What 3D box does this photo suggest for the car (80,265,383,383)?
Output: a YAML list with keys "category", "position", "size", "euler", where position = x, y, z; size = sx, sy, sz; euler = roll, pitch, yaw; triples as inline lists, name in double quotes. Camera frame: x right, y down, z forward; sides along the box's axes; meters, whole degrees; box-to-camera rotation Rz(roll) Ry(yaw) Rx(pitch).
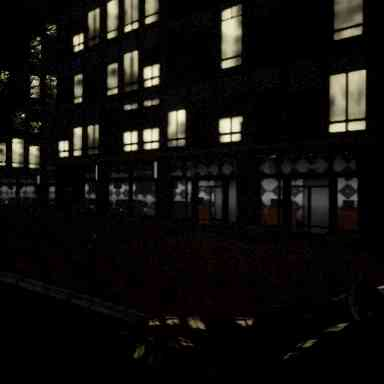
- category: "car"
  position: [1.525, 1.318, 1.648]
  size: [5.009, 1.841, 2.192]
  euler: [0, 0, 36]
